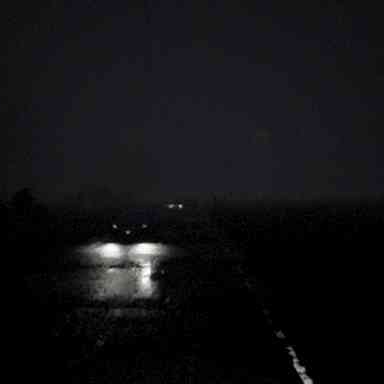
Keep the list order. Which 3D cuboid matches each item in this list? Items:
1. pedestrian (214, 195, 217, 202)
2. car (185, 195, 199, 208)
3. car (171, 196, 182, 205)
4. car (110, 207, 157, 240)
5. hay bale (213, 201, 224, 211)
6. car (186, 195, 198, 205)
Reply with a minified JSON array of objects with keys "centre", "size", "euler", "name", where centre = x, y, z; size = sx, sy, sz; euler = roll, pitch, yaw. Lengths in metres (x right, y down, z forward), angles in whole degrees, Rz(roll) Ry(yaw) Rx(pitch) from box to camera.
[{"centre":[2.826,1.275,40.929],"size":[0.375,1.860,0.375],"euler":[-1,1,-3],"name":"pedestrian"},{"centre":[0.008,1.563,48.846],"size":[1.994,1.385,4.181],"euler":[0,0,0],"name":"car"},{"centre":[-2.788,1.486,60.055],"size":[1.882,1.535,5.008],"euler":[0,0,1],"name":"car"},{"centre":[-2.849,1.518,17.121],"size":[1.812,1.442,4.674],"euler":[0,0,0],"name":"car"},{"centre":[3.134,1.650,39.835],"size":[1.220,1.180,1.240],"euler":[1,1,0],"name":"hay bale"},{"centre":[0.003,1.362,61.458],"size":[2.097,1.767,4.553],"euler":[0,0,0],"name":"car"}]
